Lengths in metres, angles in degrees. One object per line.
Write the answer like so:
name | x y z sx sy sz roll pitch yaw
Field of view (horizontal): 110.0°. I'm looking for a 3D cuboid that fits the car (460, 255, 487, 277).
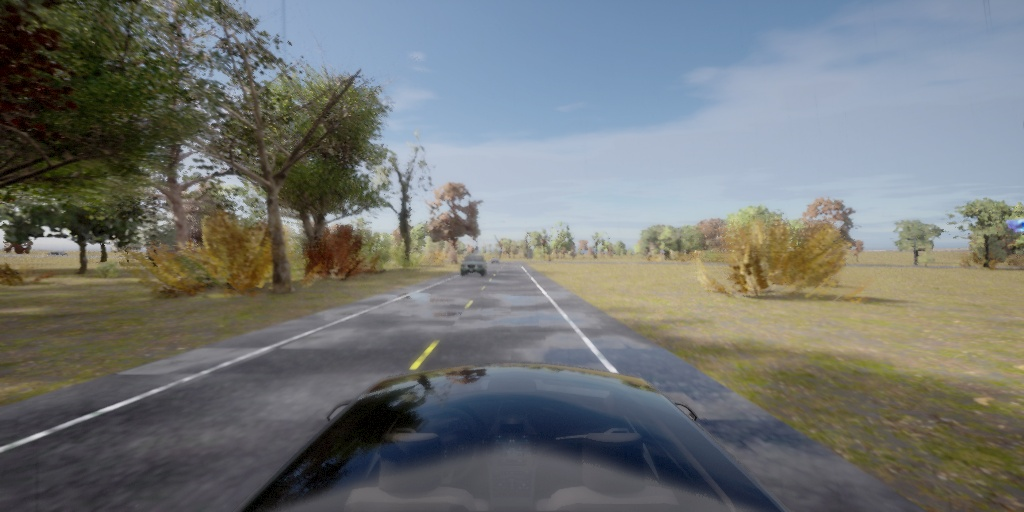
car | -3.597 0.916 34.513 2.150 2.045 5.566 0 0 0
